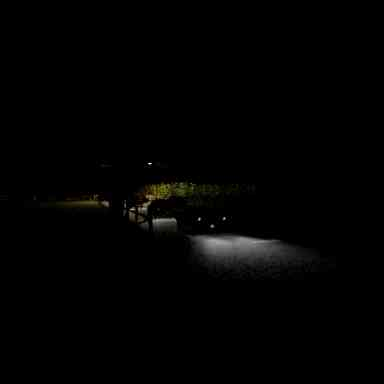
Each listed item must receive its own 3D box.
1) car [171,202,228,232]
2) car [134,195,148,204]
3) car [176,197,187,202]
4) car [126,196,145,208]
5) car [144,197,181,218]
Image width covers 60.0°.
[{"bbox_3d":[0.428,1.528,20.040,1.895,1.301,4.718,0,0,-18],"label":"car"},{"bbox_3d":[-9.539,1.388,62.384,1.812,1.442,4.674,0,0,-18],"label":"car"},{"bbox_3d":[-2.023,1.371,39.433,1.882,1.535,5.008,0,0,-18],"label":"car"},{"bbox_3d":[-7.952,1.388,45.779,1.837,1.490,4.892,0,-1,-18],"label":"car"},{"bbox_3d":[-2.767,1.434,29.866,1.812,1.442,4.674,0,0,-19],"label":"car"}]
